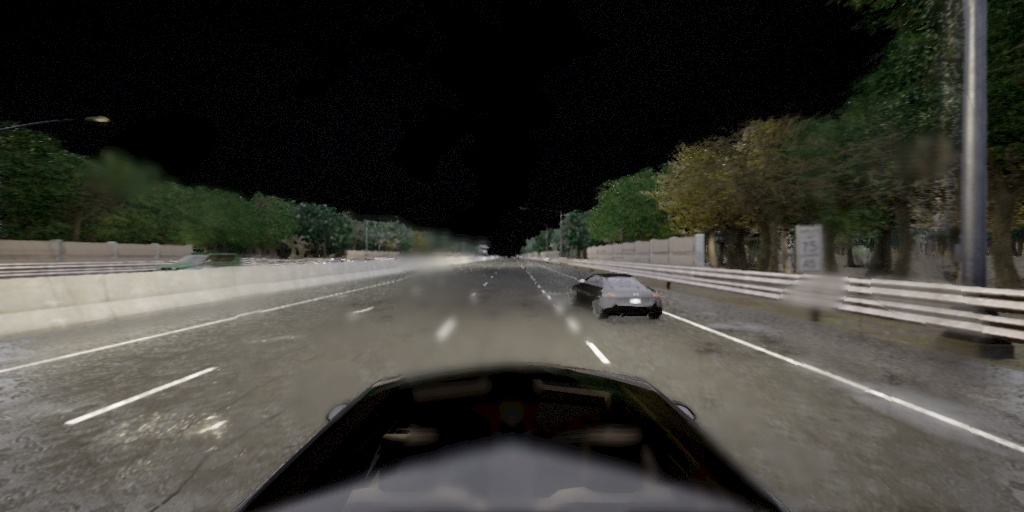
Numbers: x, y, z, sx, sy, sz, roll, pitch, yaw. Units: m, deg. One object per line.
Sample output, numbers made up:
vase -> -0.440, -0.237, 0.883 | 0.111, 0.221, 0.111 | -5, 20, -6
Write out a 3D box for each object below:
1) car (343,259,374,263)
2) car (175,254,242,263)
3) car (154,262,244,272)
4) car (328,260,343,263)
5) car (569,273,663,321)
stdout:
car -> -17.508, 1.085, 42.197 | 1.837, 1.490, 4.892 | 0, 0, 0
car -> -21.044, 0.866, 24.464 | 2.150, 2.045, 5.566 | 0, 0, 1
car -> -17.580, 1.225, 20.452 | 1.994, 1.385, 4.181 | 0, 0, 0
car -> -21.001, 1.128, 42.974 | 2.033, 1.411, 5.357 | 0, 0, 0
car -> 3.367, 1.266, 12.375 | 1.994, 1.385, 4.181 | 0, 0, -6
